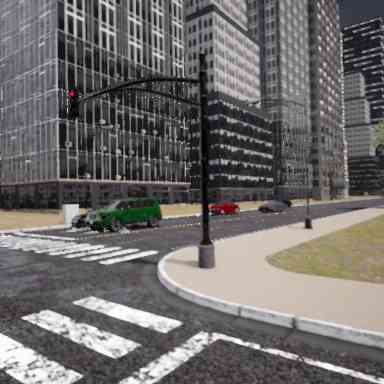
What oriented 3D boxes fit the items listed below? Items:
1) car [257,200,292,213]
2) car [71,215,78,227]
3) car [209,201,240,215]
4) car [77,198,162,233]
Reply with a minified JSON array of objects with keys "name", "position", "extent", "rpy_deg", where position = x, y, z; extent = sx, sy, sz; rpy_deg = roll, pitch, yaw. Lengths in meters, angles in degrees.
[{"name":"car","position":[10.024,1.806,41.171],"extent":[2.033,1.411,5.357],"rpy_deg":[-2,-1,37]},{"name":"car","position":[-6.549,1.829,24.646],"extent":[1.837,1.490,4.892],"rpy_deg":[-2,-1,37]},{"name":"car","position":[3.610,1.817,38.088],"extent":[1.882,1.535,5.008],"rpy_deg":[-2,-1,37]},{"name":"car","position":[-4.378,1.457,22.142],"extent":[2.150,2.045,5.566],"rpy_deg":[-2,-1,37]}]
